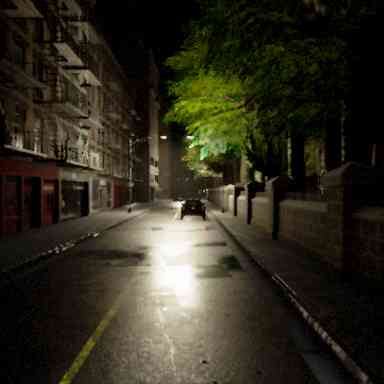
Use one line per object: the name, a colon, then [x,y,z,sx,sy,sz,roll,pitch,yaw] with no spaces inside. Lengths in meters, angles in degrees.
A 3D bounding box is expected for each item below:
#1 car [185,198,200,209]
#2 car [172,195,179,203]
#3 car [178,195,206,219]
car: [0.088,1.571,46.086,1.994,1.385,4.181,0,0,0]
car: [-3.018,1.481,70.112,1.837,1.490,4.892,0,0,0]
car: [0.091,1.358,29.273,2.097,1.767,4.553,0,0,0]
